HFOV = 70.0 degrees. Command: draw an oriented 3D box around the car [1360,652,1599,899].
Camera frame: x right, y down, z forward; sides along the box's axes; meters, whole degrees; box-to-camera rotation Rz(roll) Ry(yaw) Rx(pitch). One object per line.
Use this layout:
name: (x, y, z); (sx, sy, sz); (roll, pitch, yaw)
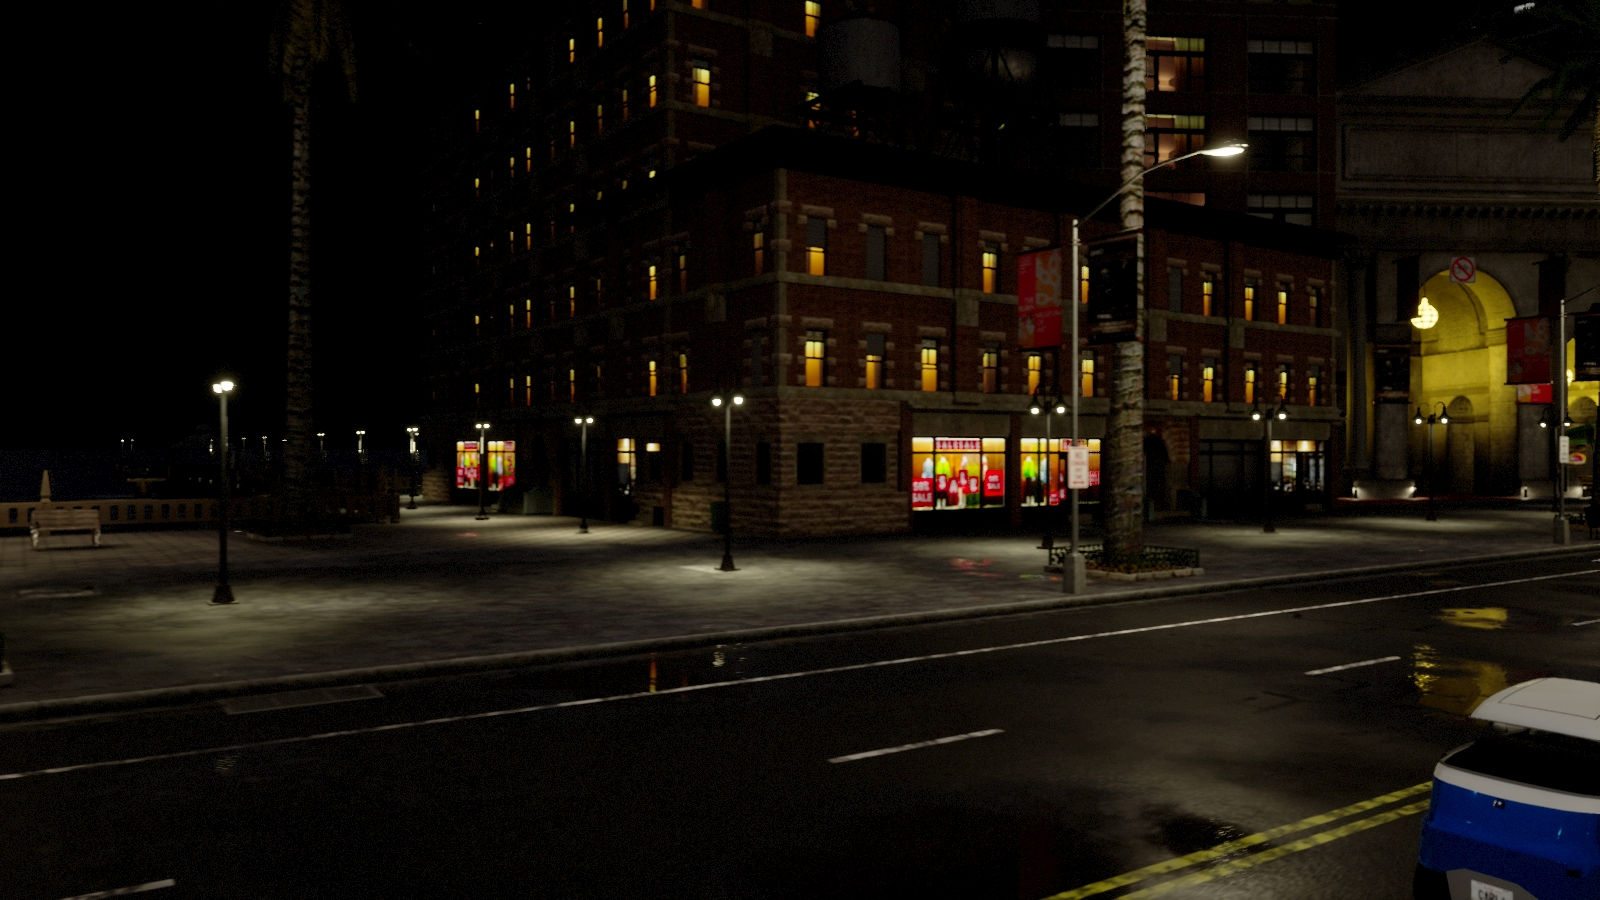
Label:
car: (4.698, 2.123, 6.875); (2.207, 1.376, 1.481); (0, 0, -34)
